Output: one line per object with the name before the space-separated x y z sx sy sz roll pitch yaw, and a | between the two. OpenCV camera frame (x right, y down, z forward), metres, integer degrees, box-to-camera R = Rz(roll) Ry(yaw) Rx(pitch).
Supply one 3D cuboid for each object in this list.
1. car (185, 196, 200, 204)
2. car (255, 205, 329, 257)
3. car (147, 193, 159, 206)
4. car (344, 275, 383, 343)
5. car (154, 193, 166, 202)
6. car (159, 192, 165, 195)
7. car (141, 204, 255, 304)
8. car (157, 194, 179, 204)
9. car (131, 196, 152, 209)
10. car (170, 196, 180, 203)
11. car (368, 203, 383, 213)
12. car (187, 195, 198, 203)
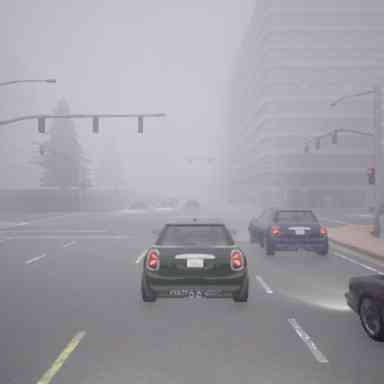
car | 0.068 1.526 46.566 1.812 1.442 4.674 0 0 0
car | 3.582 1.351 13.153 2.097 1.767 4.553 0 0 0
car | -7.114 1.352 54.464 2.097 1.767 4.553 0 0 0
car | 3.596 1.548 3.387 2.033 1.411 5.357 0 0 0
car | -7.033 1.225 74.523 2.150 2.045 5.566 0 0 0
car | -7.077 1.221 63.878 2.150 2.045 5.566 0 0 0
car | 0.069 1.351 8.321 2.097 1.767 4.553 0 0 0
car | -3.620 1.491 51.040 2.128 1.511 4.902 0 0 0
car | -7.121 1.601 45.569 1.895 1.301 4.718 0 0 0
car | -3.532 1.595 71.058 1.895 1.301 4.718 0 0 0
car | 19.922 1.492 32.423 5.357 1.411 2.033 0 0 -18
car | 0.068 1.489 69.132 2.128 1.511 4.902 0 0 0
